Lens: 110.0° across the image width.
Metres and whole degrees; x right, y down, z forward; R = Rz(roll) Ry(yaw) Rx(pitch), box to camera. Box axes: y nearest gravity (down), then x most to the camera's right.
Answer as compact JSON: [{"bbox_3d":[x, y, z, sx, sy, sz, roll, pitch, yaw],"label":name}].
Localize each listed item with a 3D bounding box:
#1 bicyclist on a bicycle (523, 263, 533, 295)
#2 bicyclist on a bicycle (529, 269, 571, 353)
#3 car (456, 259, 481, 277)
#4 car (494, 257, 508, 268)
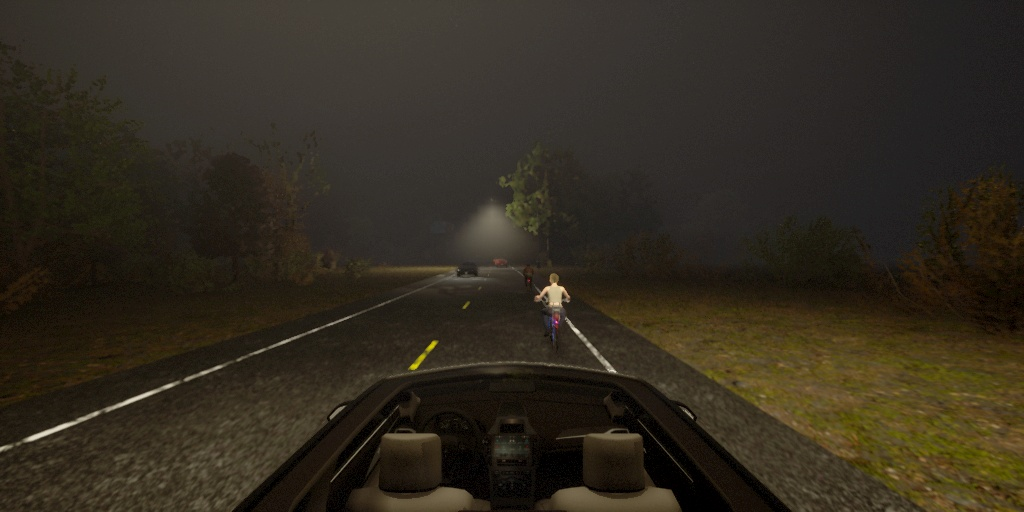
[{"bbox_3d":[0.804,1.194,17.533,0.582,1.620,1.656,0,0,-1],"label":"bicyclist on a bicycle"},{"bbox_3d":[0.903,1.184,7.830,0.866,1.612,1.509,0,0,0],"label":"bicyclist on a bicycle"},{"bbox_3d":[-4.200,1.251,34.509,1.812,1.442,4.674,0,0,-2],"label":"car"},{"bbox_3d":[-1.736,1.212,60.484,1.812,1.442,4.674,0,0,-3],"label":"car"}]
